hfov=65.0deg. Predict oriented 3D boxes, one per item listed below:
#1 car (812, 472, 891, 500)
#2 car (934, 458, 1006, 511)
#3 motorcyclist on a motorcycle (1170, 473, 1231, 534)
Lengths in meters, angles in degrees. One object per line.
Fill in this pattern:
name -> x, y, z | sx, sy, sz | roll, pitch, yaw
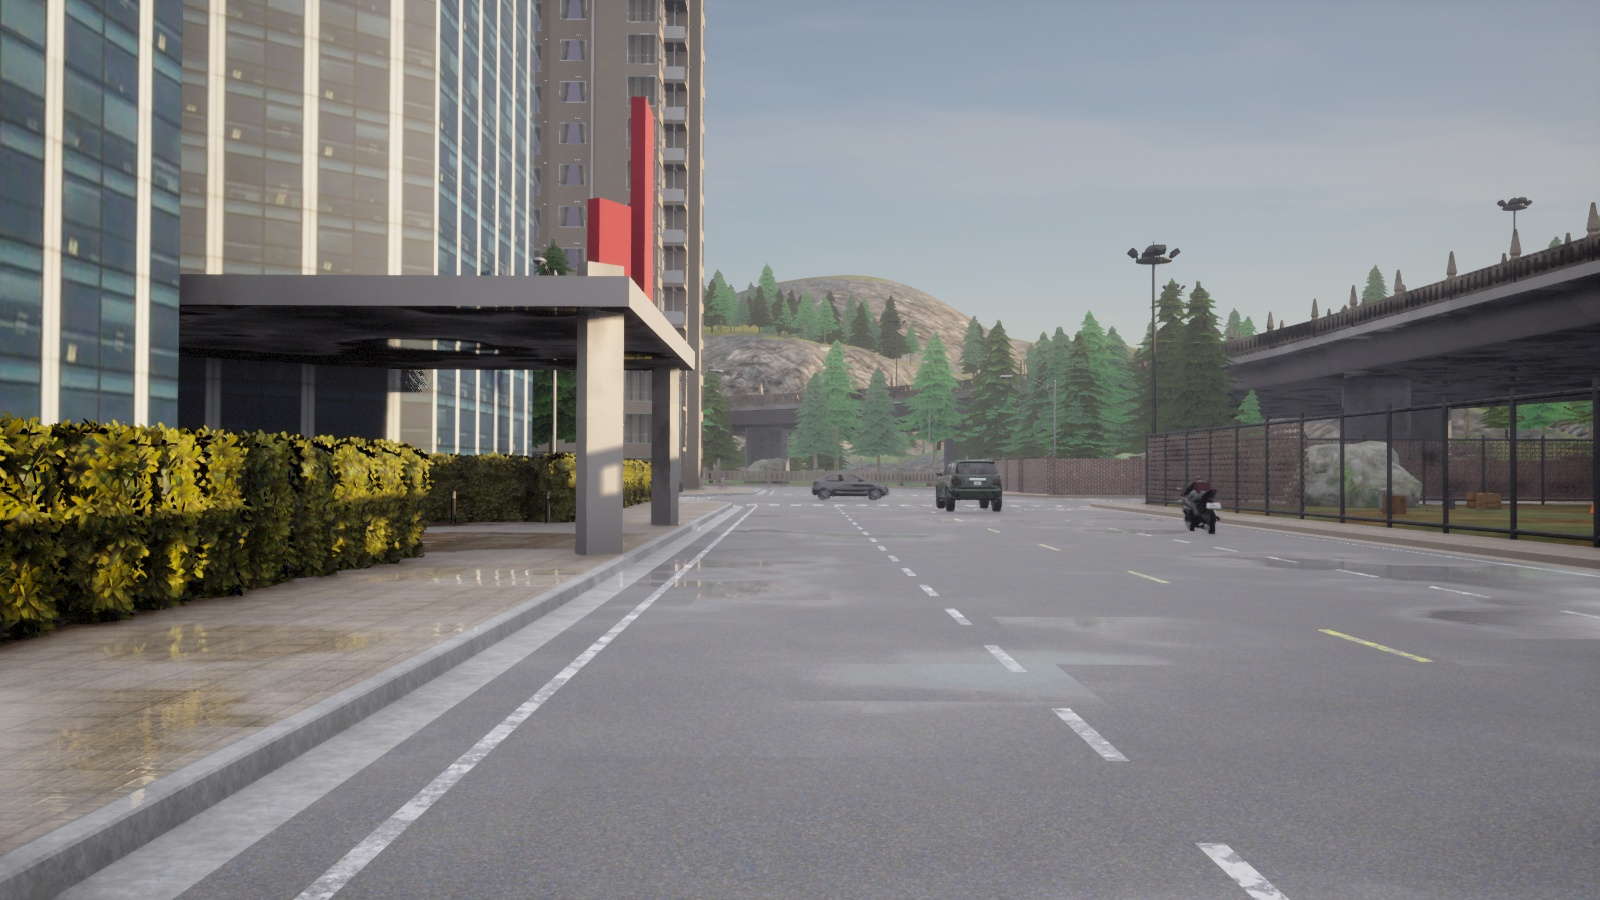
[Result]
car -> 2.782, 1.963, 68.049 | 4.193, 1.474, 1.816 | 0, -1, 0
car -> 6.863, 1.363, 51.157 | 2.150, 2.045, 5.566 | 0, -1, 0
motorcyclist on a motorcycle -> 10.413, 1.356, 32.713 | 0.866, 1.530, 2.191 | 0, -1, 0
